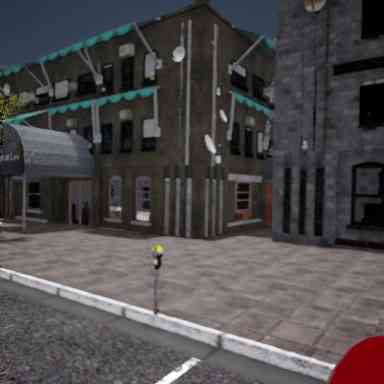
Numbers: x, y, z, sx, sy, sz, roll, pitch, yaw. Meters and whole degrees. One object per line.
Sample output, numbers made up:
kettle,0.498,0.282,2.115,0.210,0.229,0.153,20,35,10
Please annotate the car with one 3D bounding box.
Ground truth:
car,2.848,1.330,0.780,5.009,1.841,2.192,1,1,36
